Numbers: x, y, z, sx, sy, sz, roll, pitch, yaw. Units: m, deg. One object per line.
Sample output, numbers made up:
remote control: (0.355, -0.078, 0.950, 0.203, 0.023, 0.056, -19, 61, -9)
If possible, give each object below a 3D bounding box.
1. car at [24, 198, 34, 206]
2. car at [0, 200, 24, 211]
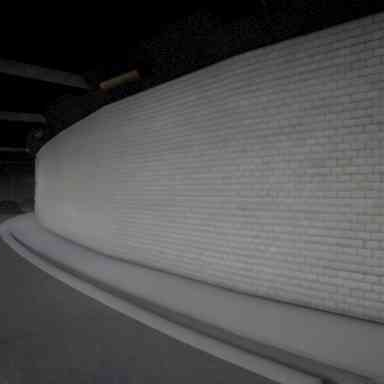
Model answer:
car: (-29.873, 1.800, 61.442, 1.837, 1.490, 4.892, 1, -1, -14)
car: (-23.685, 1.738, 43.011, 1.812, 1.442, 4.674, 1, -1, -14)
